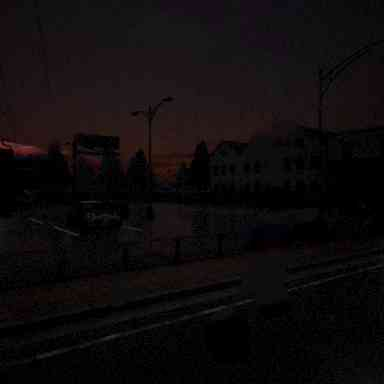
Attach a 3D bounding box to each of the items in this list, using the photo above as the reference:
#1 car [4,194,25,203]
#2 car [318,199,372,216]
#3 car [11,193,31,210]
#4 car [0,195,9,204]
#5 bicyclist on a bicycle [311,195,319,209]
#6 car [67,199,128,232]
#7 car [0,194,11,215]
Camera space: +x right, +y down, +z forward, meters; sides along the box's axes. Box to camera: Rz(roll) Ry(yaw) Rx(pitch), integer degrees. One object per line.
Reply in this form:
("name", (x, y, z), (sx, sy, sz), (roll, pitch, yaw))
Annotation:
("car", (-38.979, 1.328, 73.232), (3.866, 1.878, 1.905), (0, 0, -36))
("car", (13.719, 1.349, 30.043), (1.812, 1.442, 4.674), (0, 0, -35))
("car", (-19.835, 1.092, 38.155), (1.905, 1.878, 3.866), (0, 0, -36))
("car", (-39.205, 1.495, 66.104), (4.611, 1.667, 2.242), (0, 0, -36))
("bicyclist on a bicycle", (13.660, 1.124, 36.837), (1.656, 1.620, 0.582), (0, 0, -35))
("car", (-5.315, 1.248, 17.892), (1.970, 1.475, 3.806), (0, 0, -36))
("car", (-17.921, 1.113, 29.845), (1.932, 1.855, 4.605), (0, 0, -36))
